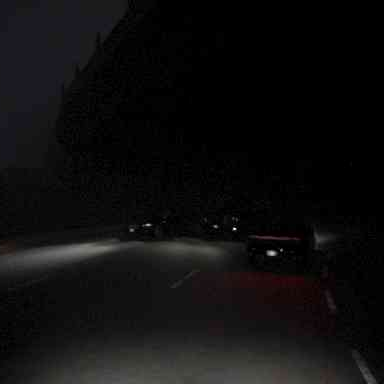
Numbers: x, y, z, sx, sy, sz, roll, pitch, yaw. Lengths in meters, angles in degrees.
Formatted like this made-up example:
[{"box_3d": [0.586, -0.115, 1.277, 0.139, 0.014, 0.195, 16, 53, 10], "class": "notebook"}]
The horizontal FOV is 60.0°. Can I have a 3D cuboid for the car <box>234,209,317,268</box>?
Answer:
[{"box_3d": [3.310, 1.585, 11.895, 2.128, 1.511, 4.902, 0, 0, 24], "class": "car"}]

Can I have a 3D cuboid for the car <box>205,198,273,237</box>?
[{"box_3d": [2.719, 1.342, 18.386, 2.150, 2.045, 5.566, 0, -1, 35], "class": "car"}]

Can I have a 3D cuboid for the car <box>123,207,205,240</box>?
[{"box_3d": [-1.592, 1.567, 17.816, 2.128, 1.511, 4.902, 0, 0, 31], "class": "car"}]
